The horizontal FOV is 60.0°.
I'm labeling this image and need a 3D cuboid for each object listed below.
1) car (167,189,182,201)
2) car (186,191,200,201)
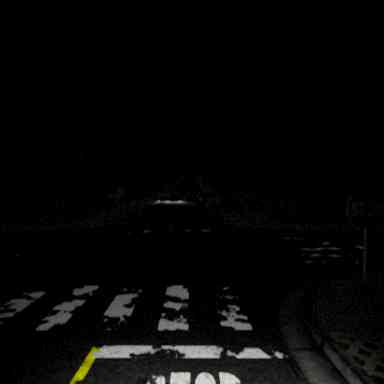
[{"bbox_3d":[-2.650,0.332,50.426,2.097,1.767,4.553,0,2,0],"label":"car"},{"bbox_3d":[0.100,0.550,50.242,1.994,1.385,4.181,0,2,0],"label":"car"}]
